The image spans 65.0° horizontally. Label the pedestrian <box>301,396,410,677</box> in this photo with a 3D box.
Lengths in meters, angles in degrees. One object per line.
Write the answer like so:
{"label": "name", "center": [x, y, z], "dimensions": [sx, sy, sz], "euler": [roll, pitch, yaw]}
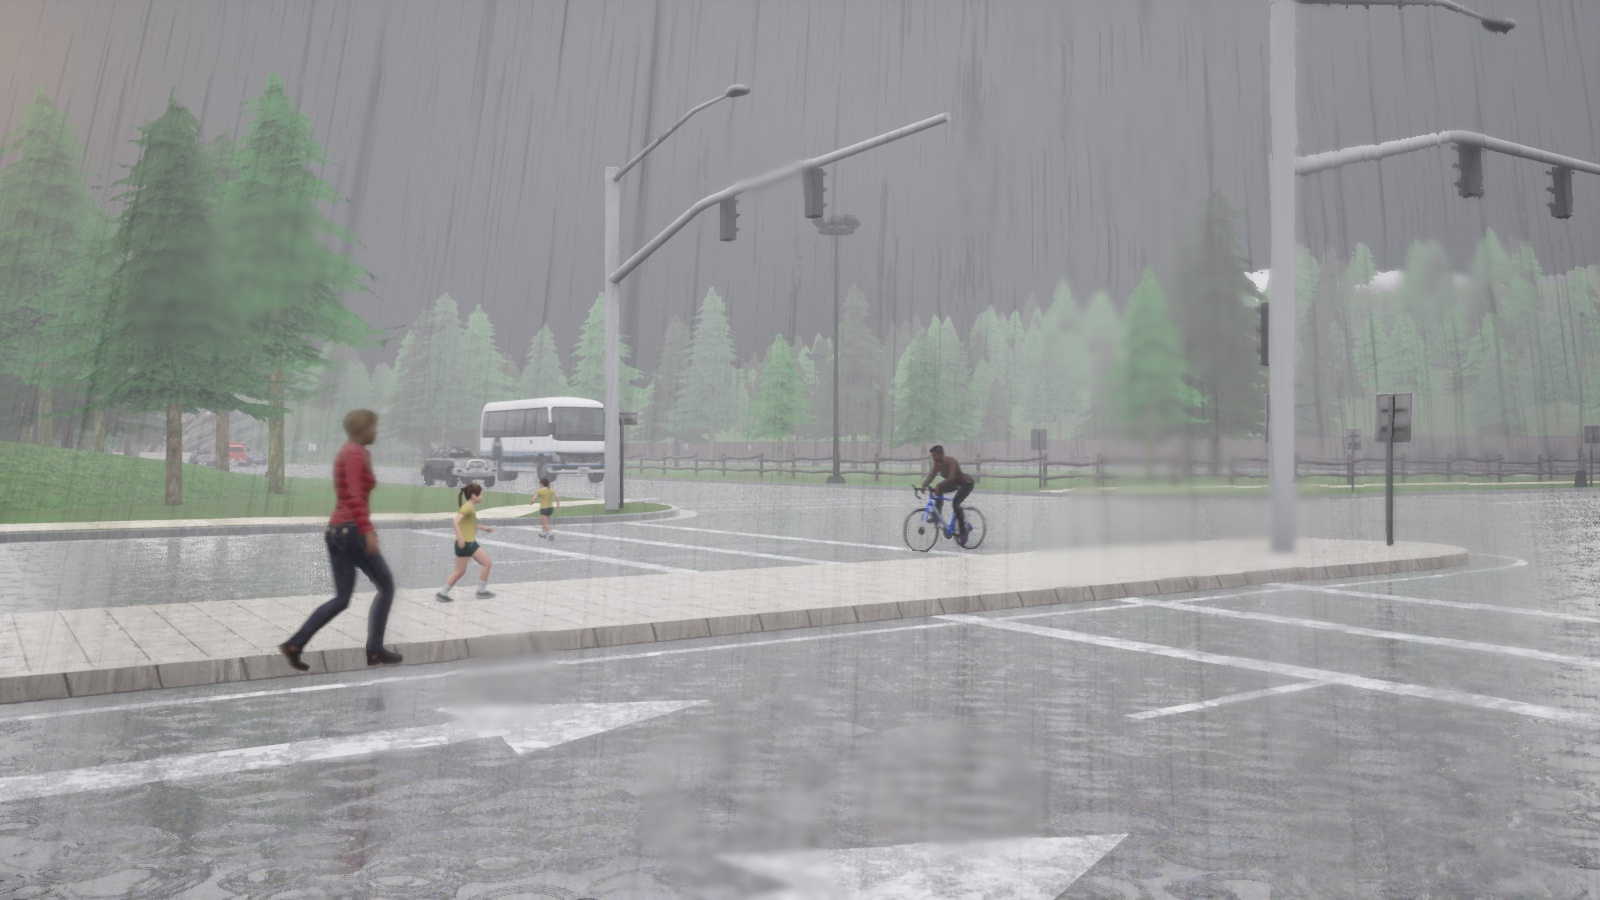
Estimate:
{"label": "pedestrian", "center": [-3.026, 0.569, 8.550], "dimensions": [0.636, 1.846, 0.331], "euler": [0, 0, -34]}

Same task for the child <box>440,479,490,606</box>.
{"label": "child", "center": [-2.993, 0.814, 11.215], "dimensions": [0.394, 1.110, 0.255], "euler": [0, 0, -25]}

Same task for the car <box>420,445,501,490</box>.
{"label": "car", "center": [-14.639, 0.725, 54.027], "dimensions": [1.932, 1.855, 4.605], "euler": [0, 0, -34]}

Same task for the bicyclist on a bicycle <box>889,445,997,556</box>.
{"label": "bicyclist on a bicycle", "center": [2.189, 0.740, 19.130], "dimensions": [1.656, 1.620, 0.582], "euler": [0, 0, -34]}

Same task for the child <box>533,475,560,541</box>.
{"label": "child", "center": [-4.313, 0.986, 21.381], "dimensions": [0.394, 1.110, 0.255], "euler": [0, 0, 41]}

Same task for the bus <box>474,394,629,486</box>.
{"label": "bus", "center": [-12.803, -0.449, 63.740], "dimensions": [3.944, 4.253, 10.273], "euler": [0, 0, -34]}
